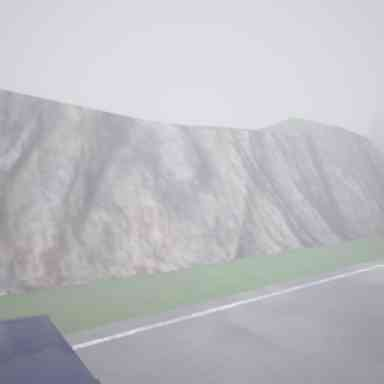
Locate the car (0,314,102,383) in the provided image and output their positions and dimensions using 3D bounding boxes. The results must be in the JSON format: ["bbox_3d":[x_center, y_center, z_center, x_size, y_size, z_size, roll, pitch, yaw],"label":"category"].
[{"bbox_3d":[-3.046,1.602,1.822,4.718,1.301,1.895,0,0,-35],"label":"car"}]
